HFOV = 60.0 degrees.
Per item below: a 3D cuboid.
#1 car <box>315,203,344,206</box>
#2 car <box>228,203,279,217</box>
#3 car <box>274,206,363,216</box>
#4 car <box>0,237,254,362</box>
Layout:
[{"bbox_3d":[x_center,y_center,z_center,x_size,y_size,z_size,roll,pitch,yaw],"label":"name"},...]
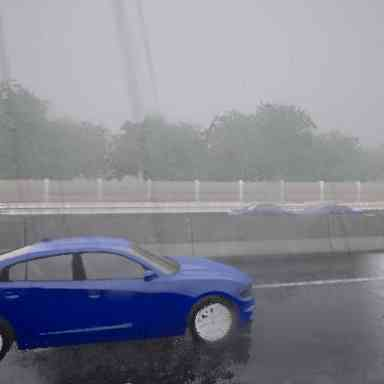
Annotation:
[{"bbox_3d":[8.961,1.526,22.346,5.008,1.535,1.882,0,0,-13],"label":"car"},{"bbox_3d":[5.008,1.582,25.028,4.674,1.442,1.812,0,0,-13],"label":"car"},{"bbox_3d":[7.265,1.643,18.365,4.718,1.301,1.895,0,0,-13],"label":"car"},{"bbox_3d":[-1.466,1.489,5.378,5.008,1.535,1.882,0,0,-13],"label":"car"}]
